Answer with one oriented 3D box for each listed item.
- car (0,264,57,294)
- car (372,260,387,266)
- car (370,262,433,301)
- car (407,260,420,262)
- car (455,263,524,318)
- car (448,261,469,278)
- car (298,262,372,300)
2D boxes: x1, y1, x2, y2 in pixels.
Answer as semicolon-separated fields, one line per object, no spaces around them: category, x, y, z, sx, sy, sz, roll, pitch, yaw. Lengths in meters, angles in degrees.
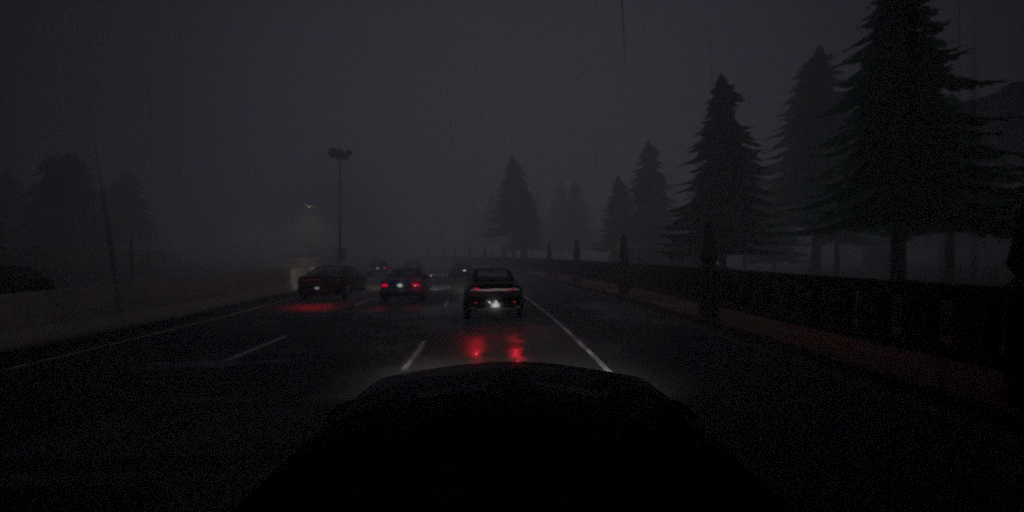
car;-18.415;1.094;11.813;2.097;1.767;4.553;0;1;-8
car;-12.610;1.111;33.898;2.033;1.411;5.357;0;0;-18
car;-4.818;1.207;16.750;2.033;1.411;5.357;0;0;-9
car;-10.835;1.084;39.065;1.994;1.385;4.181;0;0;-20
car;-0.730;1.166;12.573;2.128;1.511;4.902;0;0;-6
car;-4.357;1.120;30.838;1.994;1.385;4.181;0;0;-15
car;-8.463;1.146;17.322;1.882;1.535;5.008;0;1;-9
